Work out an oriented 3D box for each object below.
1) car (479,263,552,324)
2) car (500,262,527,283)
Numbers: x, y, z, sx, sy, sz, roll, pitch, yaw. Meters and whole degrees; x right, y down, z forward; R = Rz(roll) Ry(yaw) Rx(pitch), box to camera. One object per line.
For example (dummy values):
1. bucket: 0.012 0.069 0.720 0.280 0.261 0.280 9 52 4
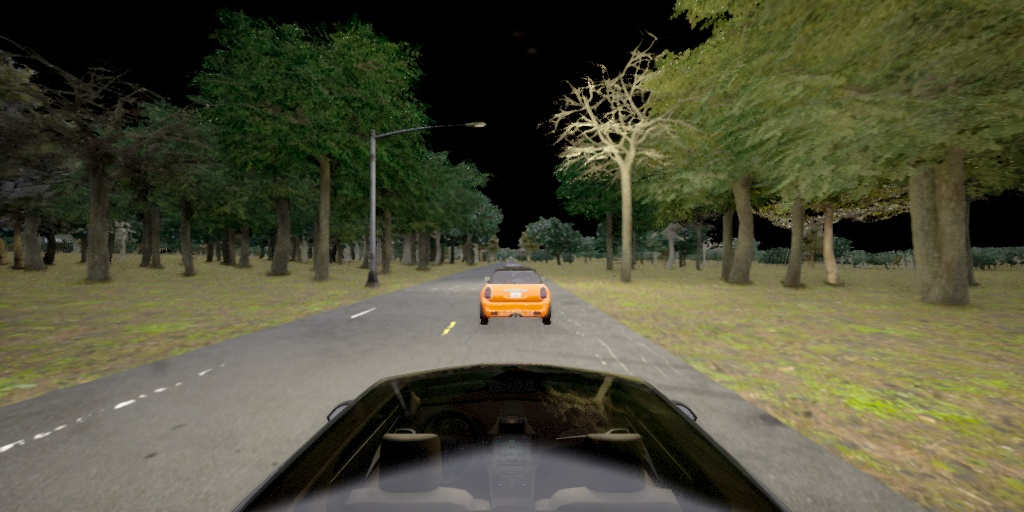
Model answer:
1. car: 0.103 1.114 12.195 2.097 1.767 4.553 0 0 0
2. car: 0.108 1.323 30.284 2.128 1.511 4.902 0 0 0
